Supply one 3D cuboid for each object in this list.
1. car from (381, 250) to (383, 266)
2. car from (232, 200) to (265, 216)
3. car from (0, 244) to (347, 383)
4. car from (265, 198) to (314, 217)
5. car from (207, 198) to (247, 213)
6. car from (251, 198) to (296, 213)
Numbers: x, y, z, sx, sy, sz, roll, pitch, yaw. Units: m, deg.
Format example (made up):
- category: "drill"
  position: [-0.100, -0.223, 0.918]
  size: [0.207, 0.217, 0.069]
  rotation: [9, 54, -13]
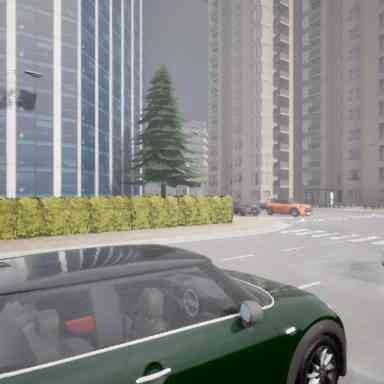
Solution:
- category: "car"
  position: [7.022, 1.601, 8.728]
  size: [4.718, 1.301, 1.895]
  rotation: [0, 0, -35]
- category: "car"
  position: [4.716, 1.619, 32.855]
  size: [1.994, 1.385, 4.181]
  rotation: [0, 0, -35]
- category: "car"
  position: [-0.400, 1.352, 3.459]
  size: [4.553, 1.767, 2.097]
  rotation: [0, 0, -35]
- category: "car"
  position: [9.436, 1.407, 32.246]
  size: [2.097, 1.767, 4.553]
  rotation: [0, 0, -35]
- category: "car"
  position: [4.113, 1.533, 39.767]
  size: [1.882, 1.535, 5.008]
  rotation: [0, 0, -35]
- category: "car"
  position: [9.375, 1.547, 38.718]
  size: [2.128, 1.511, 4.902]
  rotation: [0, 0, -35]
